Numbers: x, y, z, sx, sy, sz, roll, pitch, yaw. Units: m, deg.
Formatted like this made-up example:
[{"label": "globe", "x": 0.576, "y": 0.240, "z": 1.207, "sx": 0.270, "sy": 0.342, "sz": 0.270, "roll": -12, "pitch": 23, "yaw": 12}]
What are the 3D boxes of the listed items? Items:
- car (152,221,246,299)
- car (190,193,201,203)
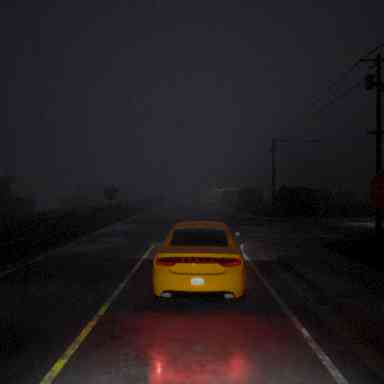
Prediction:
[{"label": "car", "x": 0.233, "y": 1.475, "z": 8.512, "sx": 1.882, "sy": 1.535, "sz": 5.008, "roll": 0, "pitch": 0, "yaw": 3}, {"label": "car", "x": 0.712, "y": 1.485, "z": 65.912, "sx": 1.837, "sy": 1.490, "sz": 4.892, "roll": 0, "pitch": 0, "yaw": 1}]
